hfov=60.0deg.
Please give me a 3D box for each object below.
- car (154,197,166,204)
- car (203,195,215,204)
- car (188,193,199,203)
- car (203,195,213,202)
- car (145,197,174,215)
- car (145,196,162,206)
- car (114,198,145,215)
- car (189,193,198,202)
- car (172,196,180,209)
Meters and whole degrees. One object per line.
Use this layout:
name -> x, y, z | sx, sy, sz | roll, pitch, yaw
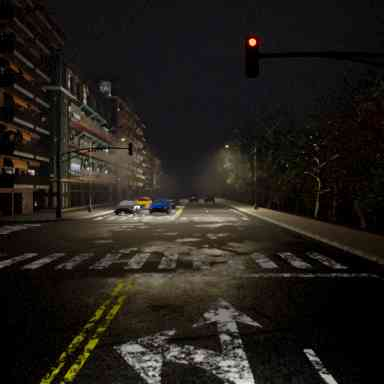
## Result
car -> -6.223, 1.620, 65.023 | 1.895, 1.301, 4.718 | 0, 0, 0
car -> 3.532, 1.525, 66.065 | 1.837, 1.490, 4.892 | 0, 0, 0
car -> 0.384, 1.512, 66.486 | 2.128, 1.511, 4.902 | 0, 0, 0
car -> 3.576, 1.498, 76.485 | 2.033, 1.411, 5.357 | 0, 0, 0
car -> -3.201, 1.481, 33.826 | 1.882, 1.535, 5.008 | 0, 0, 0
car -> -6.270, 1.504, 54.699 | 2.128, 1.511, 4.902 | 0, 0, 0
car -> -6.451, 1.551, 33.667 | 2.033, 1.411, 5.357 | 0, 0, 0
car -> 0.327, 1.253, 76.576 | 2.150, 2.045, 5.566 | 0, 0, 0
car -> -3.108, 1.500, 44.993 | 2.128, 1.511, 4.902 | 0, 0, 1
